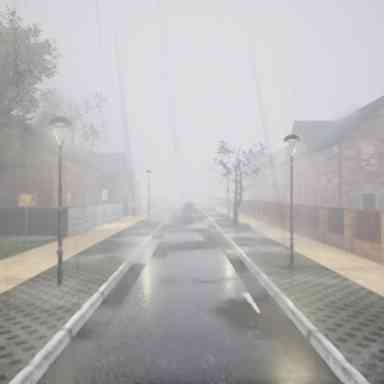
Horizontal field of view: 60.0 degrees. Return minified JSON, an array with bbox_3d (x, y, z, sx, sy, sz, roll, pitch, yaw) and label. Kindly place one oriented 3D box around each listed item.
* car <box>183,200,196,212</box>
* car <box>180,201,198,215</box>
[{"bbox_3d":[-0.401,1.976,47.833,1.812,1.442,4.674,0,-1,-1],"label":"car"},{"bbox_3d":[-0.298,1.883,38.046,1.812,1.442,4.674,0,-1,-1],"label":"car"}]
